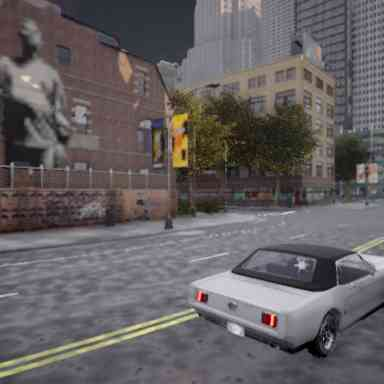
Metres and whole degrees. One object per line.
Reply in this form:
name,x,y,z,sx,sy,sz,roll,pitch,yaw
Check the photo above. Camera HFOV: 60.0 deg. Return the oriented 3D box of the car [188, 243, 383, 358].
car,2.267,1.613,6.088,4.718,1.301,1.895,0,0,-42
